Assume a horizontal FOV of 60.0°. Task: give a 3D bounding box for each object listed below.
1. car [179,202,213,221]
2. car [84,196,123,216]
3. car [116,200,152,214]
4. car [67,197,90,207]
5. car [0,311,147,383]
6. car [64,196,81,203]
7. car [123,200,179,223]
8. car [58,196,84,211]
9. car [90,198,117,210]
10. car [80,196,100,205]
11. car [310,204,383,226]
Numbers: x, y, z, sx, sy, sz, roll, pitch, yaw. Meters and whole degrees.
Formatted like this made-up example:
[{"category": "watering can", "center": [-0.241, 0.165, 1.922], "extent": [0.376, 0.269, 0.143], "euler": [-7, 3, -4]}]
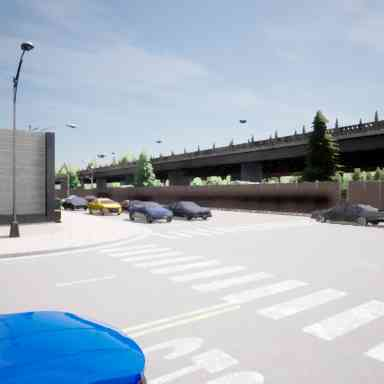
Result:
[{"category": "car", "center": [-0.607, 1.492, 27.380], "extent": [2.033, 1.411, 5.357], "euler": [0, 0, -36]}, {"category": "car", "center": [-8.575, 1.422, 32.515], "extent": [1.882, 1.535, 5.008], "euler": [0, 0, -36]}, {"category": "car", "center": [-6.176, 1.545, 35.183], "extent": [1.895, 1.301, 4.718], "euler": [0, 0, -35]}, {"category": "car", "center": [-17.461, 1.492, 51.001], "extent": [2.033, 1.411, 5.357], "euler": [0, 0, -35]}, {"category": "car", "center": [-2.633, 1.478, 1.896], "extent": [5.008, 1.535, 1.882], "euler": [0, 0, -36]}, {"category": "car", "center": [-23.745, 1.469, 65.948], "extent": [1.812, 1.442, 4.674], "euler": [0, 0, -36]}, {"category": "car", "center": [-3.209, 1.470, 25.009], "extent": [1.812, 1.442, 4.674], "euler": [0, 0, -36]}, {"category": "car", "center": [-14.270, 1.492, 40.495], "extent": [2.033, 1.411, 5.357], "euler": [0, 0, -35]}, {"category": "car", "center": [-11.430, 1.470, 42.557], "extent": [1.812, 1.442, 4.674], "euler": [0, 0, -36]}, {"category": "car", "center": [-17.819, 1.422, 57.828], "extent": [1.882, 1.535, 5.008], "euler": [0, 0, -36]}, {"category": "car", "center": [11.096, 1.542, 23.392], "extent": [2.033, 1.411, 5.357], "euler": [0, 0, -36]}]
